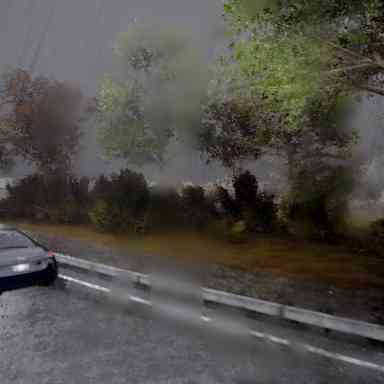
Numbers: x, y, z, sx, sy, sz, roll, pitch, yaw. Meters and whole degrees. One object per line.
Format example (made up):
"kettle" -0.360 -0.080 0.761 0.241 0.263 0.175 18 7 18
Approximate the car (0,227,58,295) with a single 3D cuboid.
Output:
"car" -5.163 1.574 8.354 4.181 1.385 1.994 0 0 40
